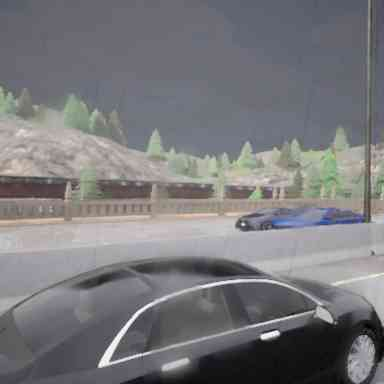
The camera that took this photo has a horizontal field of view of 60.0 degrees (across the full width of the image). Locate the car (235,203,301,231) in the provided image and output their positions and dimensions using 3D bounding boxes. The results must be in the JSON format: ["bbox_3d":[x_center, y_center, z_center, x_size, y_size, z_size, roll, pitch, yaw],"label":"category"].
[{"bbox_3d":[4.515,1.545,18.543,4.181,1.385,1.994,0,0,-26],"label":"car"}]

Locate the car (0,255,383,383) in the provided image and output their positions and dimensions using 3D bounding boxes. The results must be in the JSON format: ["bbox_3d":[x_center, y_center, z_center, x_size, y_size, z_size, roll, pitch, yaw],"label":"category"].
[{"bbox_3d":[0.181,1.494,3.673,4.892,1.490,1.837,0,0,-34],"label":"car"}]

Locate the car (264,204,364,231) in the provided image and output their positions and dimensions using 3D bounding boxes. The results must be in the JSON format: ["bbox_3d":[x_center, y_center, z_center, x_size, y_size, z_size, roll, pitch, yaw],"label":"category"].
[{"bbox_3d":[6.034,1.467,15.411,5.008,1.535,1.882,0,0,-26],"label":"car"}]

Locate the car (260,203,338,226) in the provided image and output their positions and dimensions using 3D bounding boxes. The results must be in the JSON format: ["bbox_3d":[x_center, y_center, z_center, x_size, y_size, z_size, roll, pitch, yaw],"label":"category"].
[{"bbox_3d":[7.732,1.538,24.015,5.357,1.411,2.033,0,0,-24],"label":"car"}]
